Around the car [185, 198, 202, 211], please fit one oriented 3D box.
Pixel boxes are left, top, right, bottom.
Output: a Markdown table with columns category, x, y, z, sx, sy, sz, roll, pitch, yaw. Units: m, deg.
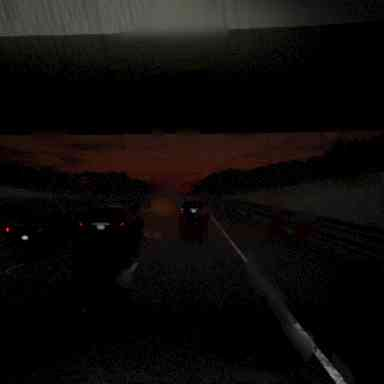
| category | x | y | z | sx | sy | sz | roll | pitch | yaw |
| --- | --- | --- | --- | --- | --- | --- | --- | --- | --- |
| car | 0.138 | 1.551 | 41.827 | 2.033 | 1.411 | 5.357 | 0 | 0 | 0 |

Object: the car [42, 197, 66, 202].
| category | x | y | z | sx | sy | sz | roll | pitch | yaw |
| --- | --- | --- | --- | --- | --- | --- | --- | --- | --- |
| car | -21.028 | 1.499 | 52.067 | 1.882 | 1.535 | 5.008 | 0 | 0 | 0 |

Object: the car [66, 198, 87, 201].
| category | x | y | z | sx | sy | sz | roll | pitch | yaw |
| --- | --- | --- | --- | --- | --- | --- | --- | --- | --- |
| car | -17.521 | 1.623 | 52.288 | 1.895 | 1.301 | 4.718 | 0 | 0 | 0 |

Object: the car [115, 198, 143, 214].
| category | x | y | z | sx | sy | sz | roll | pitch | yaw |
| --- | --- | --- | --- | --- | --- | --- | --- | --- | --- |
| car | -6.866 | 1.485 | 36.627 | 2.128 | 1.511 | 4.902 | 0 | 0 | 0 |

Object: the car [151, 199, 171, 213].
| category | x | y | z | sx | sy | sz | roll | pitch | yaw |
| --- | --- | --- | --- | --- | --- | --- | --- | --- | --- |
| car | -3.366 | 1.473 | 37.009 | 1.882 | 1.535 | 5.008 | 0 | 0 | 0 |

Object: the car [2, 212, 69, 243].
| category | x | y | z | sx | sy | sz | roll | pitch | yaw |
| --- | --- | --- | --- | --- | --- | --- | --- | --- | --- |
| car | -6.886 | 1.584 | 15.963 | 1.895 | 1.301 | 4.718 | 0 | 0 | 0 |

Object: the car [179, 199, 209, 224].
| category | x | y | z | sx | sy | sz | roll | pitch | yaw |
| --- | --- | --- | --- | --- | --- | --- | --- | --- | --- |
| car | 0.122 | 1.337 | 24.697 | 2.097 | 1.767 | 4.553 | 0 | 0 | 0 |

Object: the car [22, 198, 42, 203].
| category | x | y | z | sx | sy | sz | roll | pitch | yaw |
| --- | --- | --- | --- | --- | --- | --- | --- | --- | --- |
| car | -24.509 | 1.621 | 51.888 | 1.895 | 1.301 | 4.718 | 0 | 0 | 1 |

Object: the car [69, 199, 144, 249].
| category | x | y | z | sx | sy | sz | roll | pitch | yaw |
| --- | --- | --- | --- | --- | --- | --- | --- | --- | --- |
| car | -3.387 | 1.336 | 14.486 | 2.097 | 1.767 | 4.553 | 0 | 0 | 0 |
